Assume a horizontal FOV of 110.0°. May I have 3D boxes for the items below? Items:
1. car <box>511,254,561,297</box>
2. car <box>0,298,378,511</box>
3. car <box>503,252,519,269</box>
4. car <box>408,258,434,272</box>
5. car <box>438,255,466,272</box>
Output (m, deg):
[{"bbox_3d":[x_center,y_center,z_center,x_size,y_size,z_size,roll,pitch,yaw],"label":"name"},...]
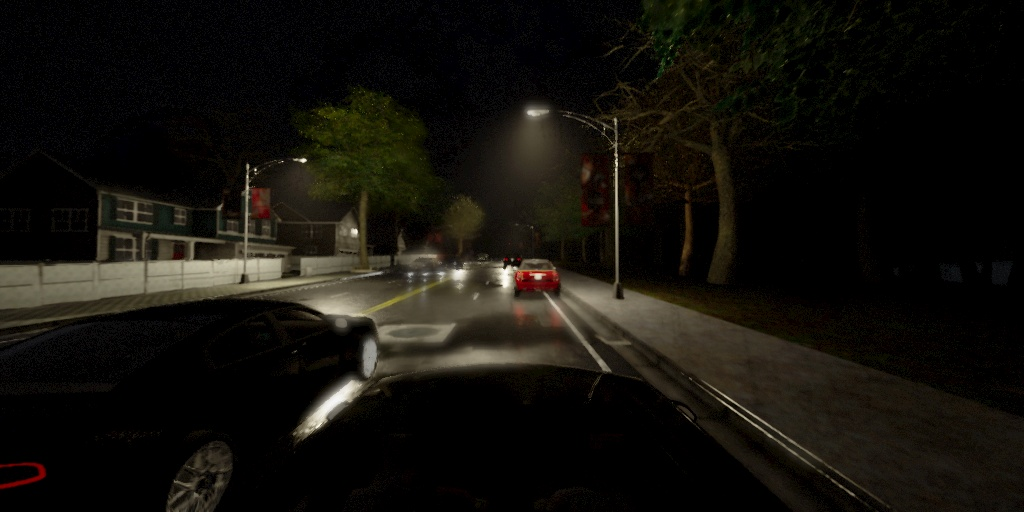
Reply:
[{"bbox_3d":[1.140,0.932,17.752,2.097,1.767,4.553,0,1,0],"label":"car"},{"bbox_3d":[-3.147,1.202,3.996,1.882,1.535,5.008,0,1,0],"label":"car"},{"bbox_3d":[0.075,0.554,44.762,2.150,2.045,5.566,0,1,0],"label":"car"},{"bbox_3d":[-9.834,0.906,39.267,1.812,1.442,4.674,0,1,0],"label":"car"},{"bbox_3d":[-6.578,0.737,38.766,2.097,1.767,4.553,0,1,0],"label":"car"}]
